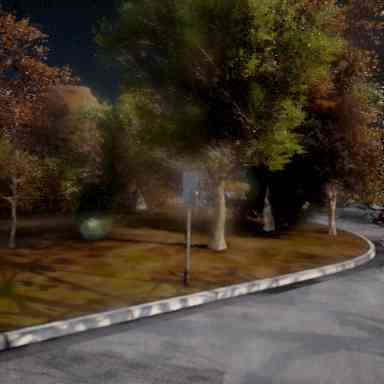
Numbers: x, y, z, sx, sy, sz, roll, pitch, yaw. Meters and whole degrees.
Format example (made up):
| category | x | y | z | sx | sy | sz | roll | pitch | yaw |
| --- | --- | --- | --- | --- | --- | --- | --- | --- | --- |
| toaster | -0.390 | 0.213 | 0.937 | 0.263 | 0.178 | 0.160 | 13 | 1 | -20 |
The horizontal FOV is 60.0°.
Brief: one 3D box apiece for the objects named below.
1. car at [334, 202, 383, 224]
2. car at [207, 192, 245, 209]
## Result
| category | x | y | z | sx | sy | sz | roll | pitch | yaw |
| --- | --- | --- | --- | --- | --- | --- | --- | --- | --- |
| car | 12.236 | 1.433 | 24.254 | 1.994 | 1.385 | 4.181 | 2 | 1 | -27 |
| car | 3.458 | 0.738 | 31.434 | 1.882 | 1.535 | 5.008 | 2 | 1 | -35 |
